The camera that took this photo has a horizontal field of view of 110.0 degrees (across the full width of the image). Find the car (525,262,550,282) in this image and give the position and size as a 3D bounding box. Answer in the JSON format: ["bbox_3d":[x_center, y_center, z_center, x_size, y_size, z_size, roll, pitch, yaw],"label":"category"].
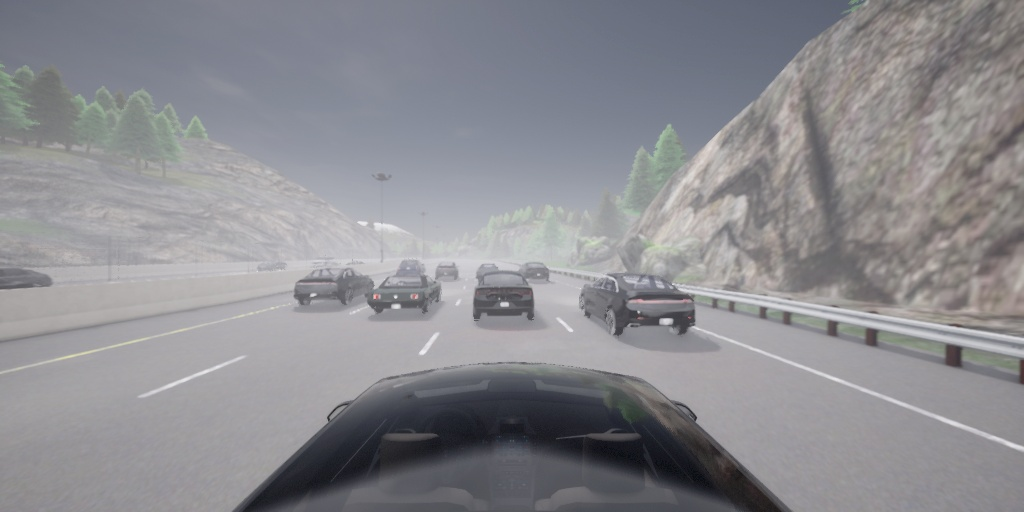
[{"bbox_3d":[1.704,1.211,28.718,1.882,1.535,5.008,0,0,-6],"label":"car"}]

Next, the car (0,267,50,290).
[{"bbox_3d":[-17.938,1.263,10.682,1.882,1.535,5.008,0,0,-3],"label":"car"}]

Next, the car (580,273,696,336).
[{"bbox_3d":[3.281,1.230,10.301,2.128,1.511,4.902,0,0,-3],"label":"car"}]

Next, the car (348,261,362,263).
[{"bbox_3d":[-21.972,1.339,50.492,1.994,1.385,4.181,0,0,-6],"label":"car"}]

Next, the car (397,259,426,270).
[{"bbox_3d":[-9.419,1.108,33.915,2.097,1.767,4.553,0,0,-6],"label":"car"}]

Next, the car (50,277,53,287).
[{"bbox_3d":[-25.429,1.304,17.124,1.837,1.490,4.892,0,0,-5],"label":"car"}]

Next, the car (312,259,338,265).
[{"bbox_3d":[-25.415,1.385,49.804,1.895,1.301,4.718,0,0,-6],"label":"car"}]

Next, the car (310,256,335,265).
[{"bbox_3d":[-29.646,1.011,56.607,2.150,2.045,5.566,0,0,-6],"label":"car"}]

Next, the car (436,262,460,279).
[{"bbox_3d":[-5.661,1.240,31.739,2.128,1.511,4.902,0,0,-6],"label":"car"}]

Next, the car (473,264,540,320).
[{"bbox_3d":[-0.352,1.223,12.653,1.882,1.535,5.008,0,0,-3],"label":"car"}]

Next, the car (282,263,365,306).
[{"bbox_3d":[-7.591,1.252,15.769,2.128,1.511,4.902,0,0,-5],"label":"car"}]

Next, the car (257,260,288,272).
[{"bbox_3d":[-32.309,1.291,48.509,2.128,1.511,4.902,0,0,-6],"label":"car"}]

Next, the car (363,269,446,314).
[{"bbox_3d":[-3.911,1.354,13.899,1.895,1.301,4.718,0,0,-4],"label":"car"}]
